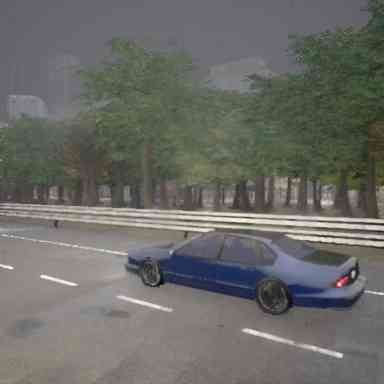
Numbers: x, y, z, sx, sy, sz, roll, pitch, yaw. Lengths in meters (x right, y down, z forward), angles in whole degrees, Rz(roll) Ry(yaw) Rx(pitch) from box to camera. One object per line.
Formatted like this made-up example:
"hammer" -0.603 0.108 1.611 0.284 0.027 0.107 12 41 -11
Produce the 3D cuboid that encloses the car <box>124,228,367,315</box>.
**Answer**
"car" 0.892 1.548 7.536 5.357 1.411 2.033 0 0 36
